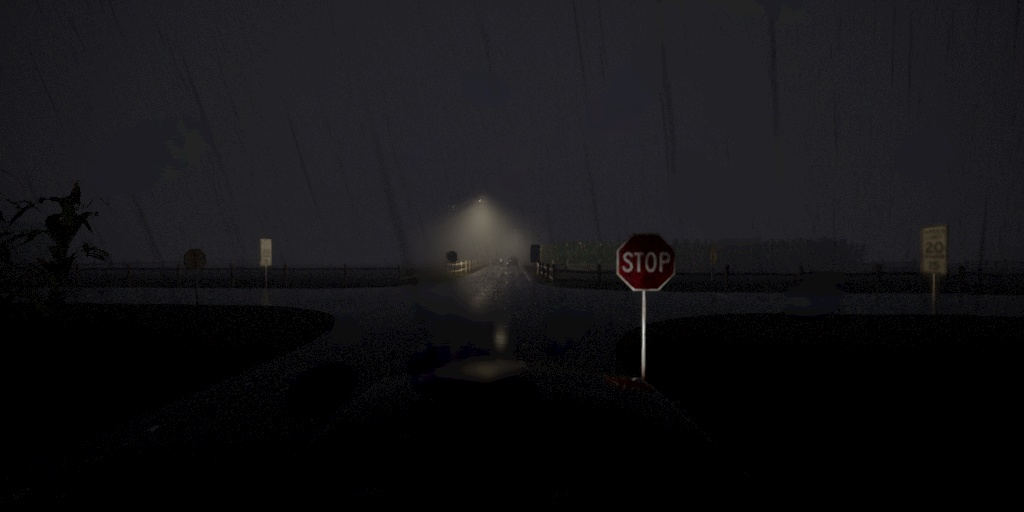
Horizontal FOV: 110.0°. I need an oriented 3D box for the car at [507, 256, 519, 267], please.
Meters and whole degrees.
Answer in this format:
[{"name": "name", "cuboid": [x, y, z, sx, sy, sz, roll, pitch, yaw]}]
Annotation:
[{"name": "car", "cuboid": [0.139, 1.161, 63.620, 1.837, 1.490, 4.892, 0, 0, 0]}]
